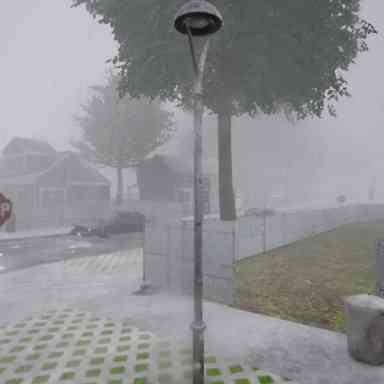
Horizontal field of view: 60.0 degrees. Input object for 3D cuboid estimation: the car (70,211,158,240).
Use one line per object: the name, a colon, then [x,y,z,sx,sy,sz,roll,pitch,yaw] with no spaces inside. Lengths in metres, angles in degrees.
car: [-4.207,1.797,19.157,2.033,1.411,5.357,0,0,36]

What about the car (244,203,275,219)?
car: [7.123,1.930,34.633,1.812,1.442,4.674,0,0,37]
